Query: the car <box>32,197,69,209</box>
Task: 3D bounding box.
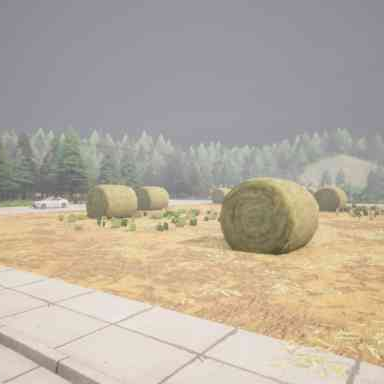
[{"bbox_3d":[-18.396,1.415,43.460,1.812,1.442,4.674,0,0,36],"label":"car"}]
